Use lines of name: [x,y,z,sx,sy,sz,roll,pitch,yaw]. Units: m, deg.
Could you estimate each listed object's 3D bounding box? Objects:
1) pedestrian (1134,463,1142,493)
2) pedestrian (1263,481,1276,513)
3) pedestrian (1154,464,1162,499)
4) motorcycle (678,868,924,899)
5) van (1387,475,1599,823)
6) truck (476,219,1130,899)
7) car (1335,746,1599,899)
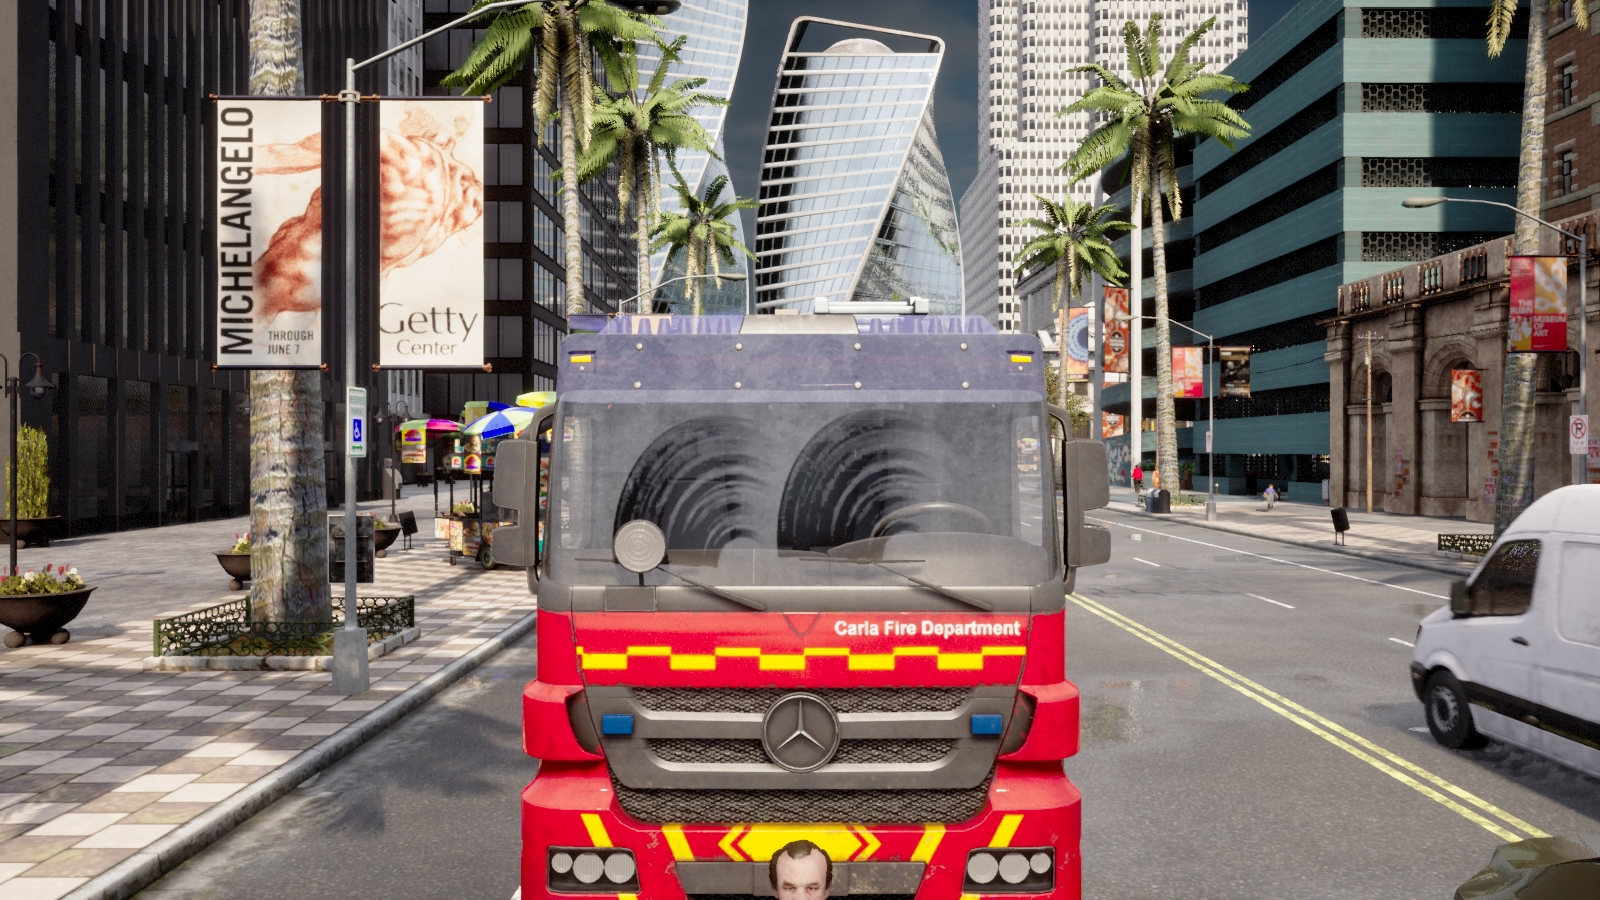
pedestrian: [20.511,1.698,69.397,0.375,1.860,0.375,0,0,-1]
pedestrian: [19.776,1.976,48.121,0.375,1.300,0.375,0,0,2]
pedestrian: [19.160,1.696,61.167,0.375,1.860,0.375,0,0,8]
motorcycle: [0.003,2.182,3.373,0.856,1.236,1.805,0,0,0]
van: [7.028,1.534,8.799,1.988,2.561,5.915,0,0,0]
truck: [0.019,0.890,9.289,2.891,3.827,8.468,0,0,0]
car: [3.504,2.061,2.660,2.231,1.480,4.892,0,0,0]
